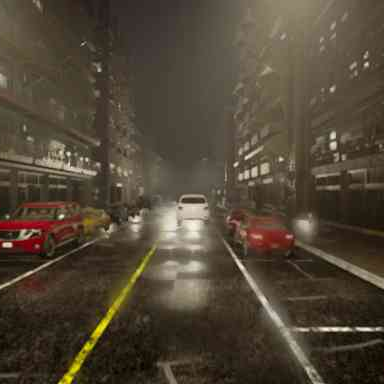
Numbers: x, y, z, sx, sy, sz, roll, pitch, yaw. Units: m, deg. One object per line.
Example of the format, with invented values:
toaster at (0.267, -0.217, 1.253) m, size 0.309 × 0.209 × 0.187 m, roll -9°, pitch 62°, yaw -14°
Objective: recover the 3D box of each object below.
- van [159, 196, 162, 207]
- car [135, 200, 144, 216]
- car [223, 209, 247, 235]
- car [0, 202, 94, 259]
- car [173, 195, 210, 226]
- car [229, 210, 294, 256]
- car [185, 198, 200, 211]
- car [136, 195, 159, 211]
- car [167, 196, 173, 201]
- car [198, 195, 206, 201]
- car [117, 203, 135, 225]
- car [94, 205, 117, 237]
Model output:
van at (-5.748, 1.427, 52.616) m, size 1.690 × 1.788 × 3.998 m, roll 0°, pitch 0°, yaw 0°
car at (-5.722, 1.614, 29.854) m, size 1.802 × 1.307 × 4.206 m, roll 0°, pitch 0°, yaw 0°
car at (2.672, 1.597, 18.482) m, size 1.802 × 1.307 × 4.206 m, roll 0°, pitch 0°, yaw 0°
car at (-5.701, 1.324, 12.784) m, size 2.192 × 1.841 × 5.009 m, roll 0°, pitch 0°, yaw 0°
car at (0.073, 1.237, 23.457) m, size 2.150 × 2.045 × 5.566 m, roll 0°, pitch -1°, yaw 0°
car at (2.679, 1.591, 12.792) m, size 1.802 × 1.307 × 4.206 m, roll 0°, pitch 0°, yaw 0°
car at (0.053, 1.564, 41.898) m, size 1.837 × 1.490 × 4.892 m, roll 0°, pitch 0°, yaw 0°
car at (-5.735, 1.373, 41.234) m, size 2.192 × 1.841 × 5.009 m, roll 0°, pitch 0°, yaw 0°
car at (-5.923, 1.811, 90.915) m, size 1.802 × 1.307 × 4.206 m, roll 0°, pitch 0°, yaw 0°
car at (2.716, 1.670, 90.925) m, size 1.967 × 1.590 × 4.097 m, roll 0°, pitch 0°, yaw 0°
car at (-5.715, 1.588, 24.165) m, size 1.947 × 1.339 × 4.313 m, roll 0°, pitch 0°, yaw 0°
car at (-5.708, 1.540, 18.304) m, size 1.752 × 1.417 × 4.829 m, roll 0°, pitch 0°, yaw 0°
